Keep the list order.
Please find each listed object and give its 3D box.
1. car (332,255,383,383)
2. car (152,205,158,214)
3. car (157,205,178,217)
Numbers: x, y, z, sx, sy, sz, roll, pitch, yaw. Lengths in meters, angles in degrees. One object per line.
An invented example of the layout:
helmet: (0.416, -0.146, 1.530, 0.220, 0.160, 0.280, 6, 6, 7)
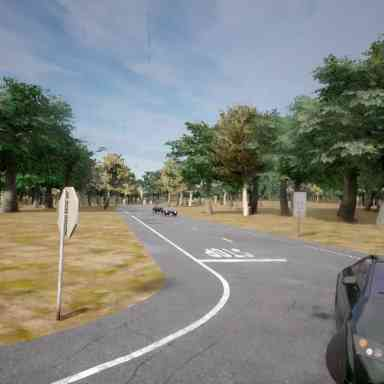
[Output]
car: (3.105, 1.643, 4.618, 1.994, 1.385, 4.181, 1, -1, 22)
car: (-5.652, 2.963, 56.882, 1.882, 1.535, 5.008, 3, -2, -14)
car: (-3.410, 2.852, 48.032, 1.895, 1.301, 4.718, 3, -2, -13)
